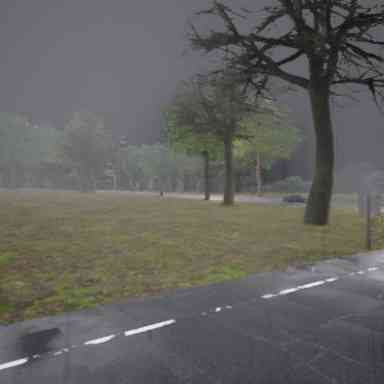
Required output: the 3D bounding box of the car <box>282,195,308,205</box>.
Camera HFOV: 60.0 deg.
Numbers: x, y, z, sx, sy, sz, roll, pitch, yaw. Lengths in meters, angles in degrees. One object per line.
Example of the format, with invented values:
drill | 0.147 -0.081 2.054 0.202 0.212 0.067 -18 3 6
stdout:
car | 16.080 1.089 49.722 2.033 1.411 5.357 -1 2 -35
